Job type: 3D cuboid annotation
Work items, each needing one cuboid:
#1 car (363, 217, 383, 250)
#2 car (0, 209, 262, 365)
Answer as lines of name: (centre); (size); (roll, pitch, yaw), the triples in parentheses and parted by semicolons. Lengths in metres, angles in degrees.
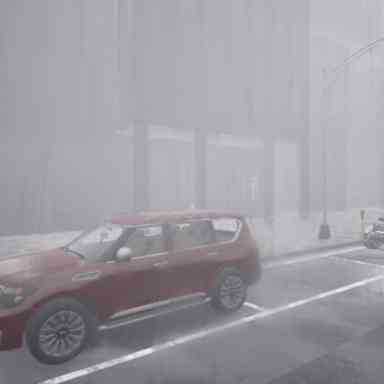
car: (8.220, 1.342, 12.512); (4.097, 1.590, 1.967); (0, 0, -36)
car: (-0.913, 1.296, 5.995); (5.009, 1.841, 2.192); (-1, 0, -36)
